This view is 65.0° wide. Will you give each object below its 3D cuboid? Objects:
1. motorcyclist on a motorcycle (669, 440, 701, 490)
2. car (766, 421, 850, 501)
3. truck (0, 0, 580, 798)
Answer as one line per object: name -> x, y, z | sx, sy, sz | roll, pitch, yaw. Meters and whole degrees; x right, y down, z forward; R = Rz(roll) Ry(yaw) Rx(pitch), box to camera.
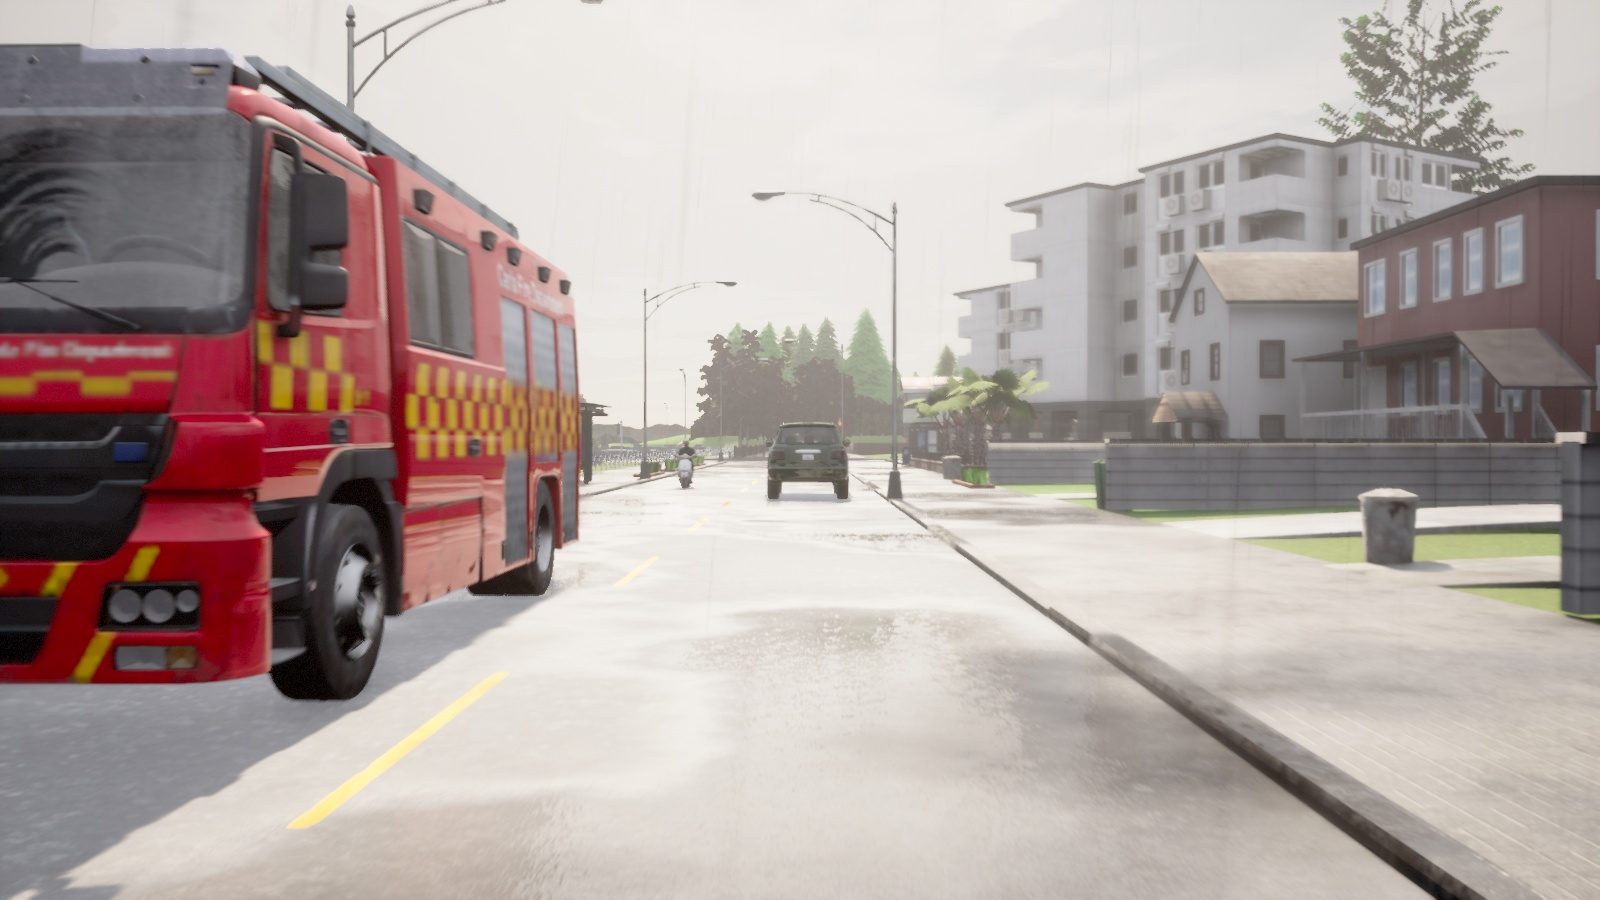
motorcyclist on a motorcycle -> -3.737, 0.466, 41.079 | 0.866, 1.590, 1.817 | 0, 0, 0
car -> 0.225, 0.268, 35.149 | 2.150, 2.045, 5.566 | 0, 0, 0
truck -> -3.921, -0.475, 9.531 | 2.891, 3.827, 8.468 | 0, 0, 1
